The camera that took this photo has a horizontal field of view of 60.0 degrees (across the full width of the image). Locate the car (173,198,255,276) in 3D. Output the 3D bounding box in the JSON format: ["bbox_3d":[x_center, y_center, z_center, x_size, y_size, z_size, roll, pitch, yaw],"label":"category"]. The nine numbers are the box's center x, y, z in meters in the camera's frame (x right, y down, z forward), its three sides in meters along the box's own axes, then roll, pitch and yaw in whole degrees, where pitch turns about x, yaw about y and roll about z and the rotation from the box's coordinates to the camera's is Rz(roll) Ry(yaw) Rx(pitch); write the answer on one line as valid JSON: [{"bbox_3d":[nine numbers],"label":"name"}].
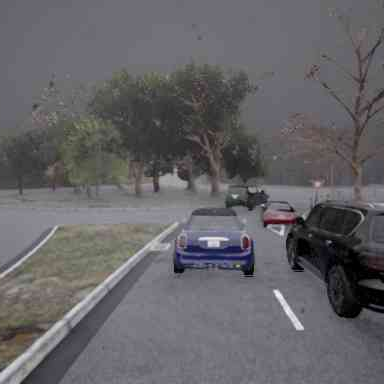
[{"bbox_3d":[0.684,1.253,10.309,2.097,1.767,4.553,0,1,4],"label":"car"}]

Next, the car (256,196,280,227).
[{"bbox_3d":[5.053,1.199,19.592,1.994,1.385,4.181,1,2,9],"label":"car"}]

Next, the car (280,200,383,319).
[{"bbox_3d":[3.714,1.183,7.391,2.150,2.045,5.566,0,1,3],"label":"car"}]

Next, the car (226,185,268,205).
[{"bbox_3d":[4.820,0.387,28.739,2.150,2.045,5.566,2,4,31],"label":"car"}]
